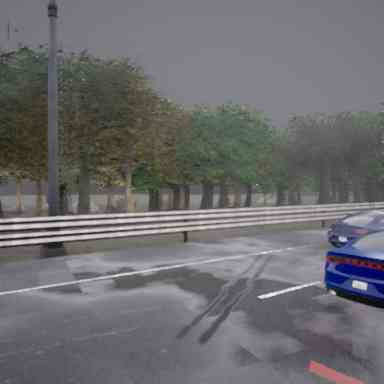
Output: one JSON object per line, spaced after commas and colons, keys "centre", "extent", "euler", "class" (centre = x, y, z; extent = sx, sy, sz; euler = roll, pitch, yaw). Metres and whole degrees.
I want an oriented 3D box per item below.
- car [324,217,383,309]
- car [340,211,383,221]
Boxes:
{"centre": [4.934, 1.449, 7.158], "extent": [5.008, 1.535, 1.882], "euler": [0, 0, -35], "class": "car"}
{"centre": [7.182, 1.474, 12.943], "extent": [4.674, 1.442, 1.812], "euler": [0, 0, -34], "class": "car"}
